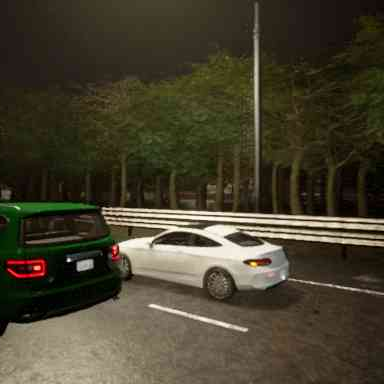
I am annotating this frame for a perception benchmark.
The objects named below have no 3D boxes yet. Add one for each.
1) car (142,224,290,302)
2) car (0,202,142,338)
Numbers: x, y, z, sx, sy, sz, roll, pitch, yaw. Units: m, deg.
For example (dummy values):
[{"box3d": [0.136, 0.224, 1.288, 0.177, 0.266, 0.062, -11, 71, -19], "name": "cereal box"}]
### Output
[{"box3d": [0.002, 1.518, 8.216, 4.674, 1.442, 1.812, 0, 0, 35], "name": "car"}, {"box3d": [-3.846, 1.215, 6.635, 5.566, 2.045, 2.150, 0, 0, 35], "name": "car"}]
